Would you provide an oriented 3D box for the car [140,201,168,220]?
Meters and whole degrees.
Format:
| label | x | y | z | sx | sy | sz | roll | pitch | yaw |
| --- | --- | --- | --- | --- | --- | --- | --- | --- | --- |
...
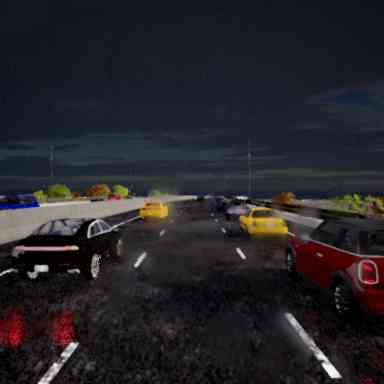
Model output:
| label | x | y | z | sx | sy | sz | roll | pitch | yaw |
| --- | --- | --- | --- | --- | --- | --- | --- | --- | --- |
| car | -3.152 | 1.522 | 28.210 | 1.882 | 1.535 | 5.008 | 0 | 0 | 1 |

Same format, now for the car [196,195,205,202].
| label | x | y | z | sx | sy | sz | roll | pitch | yaw |
| --- | --- | --- | --- | --- | --- | --- | --- | --- | --- |
| car | 1.958 | 1.715 | 82.112 | 1.994 | 1.385 | 4.181 | 0 | 0 | 3 |

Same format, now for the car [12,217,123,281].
| label | x | y | z | sx | sy | sz | roll | pitch | yaw |
| --- | --- | --- | --- | --- | --- | --- | --- | --- | --- |
| car | -3.361 | 1.500 | 9.877 | 2.128 | 1.511 | 4.902 | 0 | 0 | 0 |

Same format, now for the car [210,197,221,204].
| label | x | y | z | sx | sy | sz | roll | pitch | yaw |
| --- | --- | --- | --- | --- | --- | --- | --- | --- | --- |
| car | 5.041 | 1.753 | 72.235 | 2.163 | 1.488 | 4.792 | 0 | 0 | 2 |

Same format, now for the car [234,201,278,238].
| label | x | y | z | sx | sy | sz | roll | pitch | yaw |
| --- | --- | --- | --- | --- | --- | --- | --- | --- | --- |
| car | 3.597 | 1.478 | 17.802 | 1.801 | 1.575 | 5.366 | 0 | 0 | 1 |

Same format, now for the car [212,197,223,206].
| label | x | y | z | sx | sy | sz | roll | pitch | yaw |
| --- | --- | --- | --- | --- | --- | --- | --- | --- | --- |
| car | 4.612 | 1.668 | 61.290 | 1.882 | 1.535 | 5.008 | 0 | 0 | 2 |

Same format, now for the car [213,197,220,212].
| label | x | y | z | sx | sy | sz | roll | pitch | yaw |
| --- | --- | --- | --- | --- | --- | --- | --- | --- | --- |
| car | 3.965 | 1.593 | 39.485 | 2.163 | 1.488 | 4.792 | 0 | 0 | 1 |

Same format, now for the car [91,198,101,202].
| label | x | y | z | sx | sy | sz | roll | pitch | yaw |
| --- | --- | --- | --- | --- | --- | --- | --- | --- | --- |
| car | -19.593 | 1.814 | 69.489 | 1.895 | 1.301 | 4.718 | 0 | 0 | 2 |

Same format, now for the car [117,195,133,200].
| label | x | y | z | sx | sy | sz | roll | pitch | yaw |
| --- | --- | --- | --- | --- | --- | --- | --- | --- | --- |
| car | -12.725 | 1.683 | 66.035 | 1.882 | 1.535 | 5.008 | 0 | 0 | 2 |

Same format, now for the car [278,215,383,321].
| label | x | y | z | sx | sy | sz | roll | pitch | yaw |
| --- | --- | --- | --- | --- | --- | --- | --- | --- | --- |
| car | 3.625 | 1.361 | 7.432 | 2.097 | 1.767 | 4.553 | 0 | 0 | 0 |

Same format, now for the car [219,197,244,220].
| label | x | y | z | sx | sy | sz | roll | pitch | yaw |
| --- | --- | --- | --- | --- | --- | --- | --- | --- | --- |
| car | 3.745 | 1.480 | 28.535 | 2.033 | 1.649 | 4.856 | 0 | 0 | 1 |

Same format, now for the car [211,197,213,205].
| label | x | y | z | sx | sy | sz | roll | pitch | yaw |
| --- | --- | --- | --- | --- | --- | --- | --- | --- | --- |
| car | 4.254 | 1.642 | 50.373 | 1.837 | 1.490 | 4.892 | 0 | 0 | 2 |

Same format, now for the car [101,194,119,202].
| label | x | y | z | sx | sy | sz | roll | pitch | yaw |
| --- | --- | --- | --- | --- | --- | --- | --- | --- | --- |
| car | -16.142 | 1.436 | 68.155 | 2.150 | 2.045 | 5.566 | 0 | 0 | 2 |

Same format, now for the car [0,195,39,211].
| label | x | y | z | sx | sy | sz | roll | pitch | yaw |
| --- | --- | --- | --- | --- | --- | --- | --- | --- | --- |
| car | -13.893 | 1.258 | 25.734 | 2.150 | 2.045 | 5.566 | 0 | 0 | 1 |
